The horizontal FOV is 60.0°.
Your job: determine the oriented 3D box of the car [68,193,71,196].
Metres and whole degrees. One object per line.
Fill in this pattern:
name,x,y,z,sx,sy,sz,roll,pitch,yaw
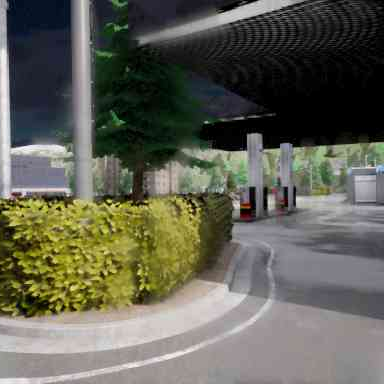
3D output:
car,-24.199,1.124,63.874,3.866,1.878,1.905,-1,1,35

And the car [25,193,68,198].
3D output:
car,-14.743,1.183,33.582,3.866,1.878,1.905,-1,1,35

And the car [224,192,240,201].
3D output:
car,7.477,0.850,63.896,5.027,1.636,2.152,-1,1,35

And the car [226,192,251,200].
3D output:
car,9.251,0.811,66.483,4.514,1.523,2.007,-1,1,35
